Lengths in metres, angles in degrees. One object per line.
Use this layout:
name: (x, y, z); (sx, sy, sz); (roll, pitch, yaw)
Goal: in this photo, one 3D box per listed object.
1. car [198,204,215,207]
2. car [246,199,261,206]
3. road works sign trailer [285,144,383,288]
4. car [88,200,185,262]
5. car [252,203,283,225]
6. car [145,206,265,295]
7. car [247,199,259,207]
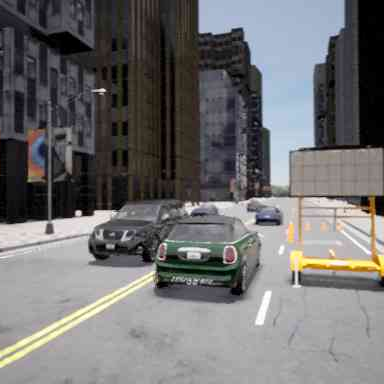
car: (1.478, 1.916, 33.911); (2.033, 1.411, 5.357); (-1, -1, 18)
car: (8.520, 1.960, 45.301); (1.837, 1.490, 4.892); (-1, 0, 18)
road works sign trailer: (3.923, 0.546, 9.155); (2.380, 3.560, 2.880); (-1, -1, 18)
car: (-1.734, 1.375, 13.122); (2.150, 2.045, 5.566); (-1, 0, 18)
car: (6.272, 1.829, 26.876); (1.994, 1.385, 4.181); (-1, -1, 18)
car: (0.688, 1.452, 9.360); (2.097, 1.767, 4.553); (-1, -1, 18)
car: (12.589, 2.158, 68.454); (1.882, 1.535, 5.008); (-1, -1, 18)
